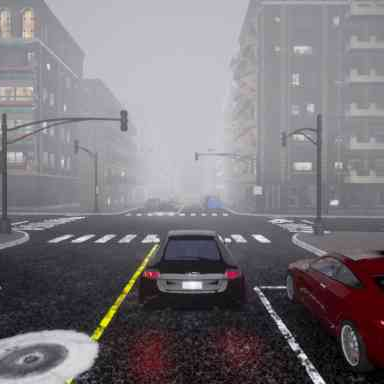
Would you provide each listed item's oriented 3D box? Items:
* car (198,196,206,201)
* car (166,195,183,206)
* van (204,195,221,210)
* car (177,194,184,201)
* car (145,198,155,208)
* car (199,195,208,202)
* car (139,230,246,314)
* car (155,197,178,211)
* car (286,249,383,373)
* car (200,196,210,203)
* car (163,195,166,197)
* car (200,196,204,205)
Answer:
[{"bbox_3d":[2.768,1.769,92.923,1.947,1.339,4.313,-1,0,0],"label":"car"},{"bbox_3d":[-3.071,1.625,58.426,2.033,1.411,5.357,0,0,0],"label":"car"},{"bbox_3d":[2.818,1.382,43.255,1.690,1.788,3.998,-1,0,0],"label":"van"},{"bbox_3d":[-2.987,1.346,74.668,2.097,1.767,4.553,0,0,0],"label":"car"},{"bbox_3d":[-5.834,1.634,48.803,1.802,1.307,4.206,-1,0,0],"label":"car"},{"bbox_3d":[2.742,1.598,81.878,1.967,1.590,4.097,-1,0,0],"label":"car"},{"bbox_3d":[0.003,1.564,7.691,1.994,1.385,4.181,0,0,0],"label":"car"},{"bbox_3d":[-3.093,1.638,41.188,1.895,1.301,4.718,0,0,0],"label":"car"},{"bbox_3d":[2.793,1.582,5.353,1.802,1.307,4.206,0,0,0],"label":"car"},{"bbox_3d":[2.693,1.663,70.835,1.887,1.381,4.507,-1,0,0],"label":"car"},{"bbox_3d":[-5.833,1.632,54.325,1.947,1.339,4.313,-1,0,0],"label":"car"},{"bbox_3d":[2.729,1.368,48.752,2.192,1.841,5.009,-1,0,0],"label":"car"}]
